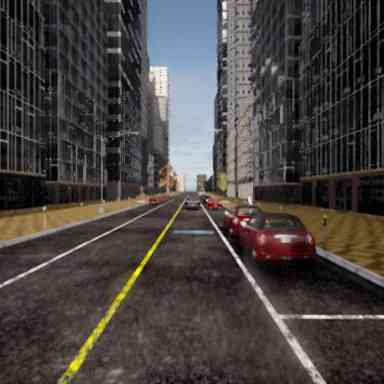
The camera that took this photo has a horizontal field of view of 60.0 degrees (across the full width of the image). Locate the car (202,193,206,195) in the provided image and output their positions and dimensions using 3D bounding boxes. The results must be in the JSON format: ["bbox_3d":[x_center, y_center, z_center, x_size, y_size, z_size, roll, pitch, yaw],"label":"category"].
[{"bbox_3d":[2.662,1.309,56.965,1.947,1.339,4.313,0,0,0],"label":"car"}]

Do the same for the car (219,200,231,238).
[{"bbox_3d":[2.683,1.371,17.118,1.967,1.590,4.097,0,0,0],"label":"car"}]

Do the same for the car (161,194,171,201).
[{"bbox_3d":[-5.728,1.216,74.046,1.947,1.339,4.313,0,0,0],"label":"car"}]

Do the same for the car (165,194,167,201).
[{"bbox_3d":[-5.719,1.324,56.969,1.802,1.307,4.206,0,0,0],"label":"car"}]

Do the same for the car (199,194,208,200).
[{"bbox_3d":[2.650,1.184,79.734,1.947,1.339,4.313,0,0,0],"label":"car"}]

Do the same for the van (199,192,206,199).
[{"bbox_3d":[2.648,0.926,85.426,1.690,1.788,3.998,0,0,0],"label":"van"}]

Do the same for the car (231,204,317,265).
[{"bbox_3d":[2.686,1.394,11.426,1.967,1.590,4.097,0,0,0],"label":"car"}]

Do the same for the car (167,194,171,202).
[{"bbox_3d":[-5.724,1.226,68.353,1.887,1.381,4.507,0,0,0],"label":"car"}]

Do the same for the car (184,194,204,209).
[{"bbox_3d":[0.079,1.317,40.803,2.128,1.511,4.902,0,0,0],"label":"car"}]

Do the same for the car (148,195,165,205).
[{"bbox_3d":[-5.715,1.317,51.275,1.887,1.381,4.507,0,0,0],"label":"car"}]

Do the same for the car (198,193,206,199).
[{"bbox_3d":[2.645,0.991,91.118,1.967,1.590,4.097,0,0,0],"label":"car"}]

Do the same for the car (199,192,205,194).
[{"bbox_3d":[2.656,1.247,68.350,1.947,1.339,4.313,0,0,0],"label":"car"}]

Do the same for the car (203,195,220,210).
[{"bbox_3d":[2.671,1.374,39.889,1.887,1.381,4.507,0,0,0],"label":"car"}]
